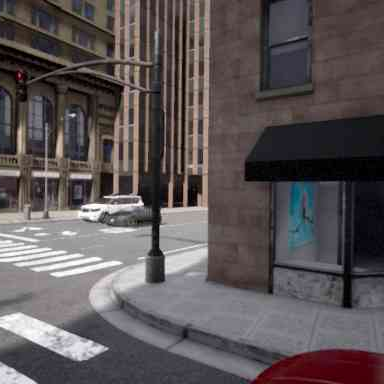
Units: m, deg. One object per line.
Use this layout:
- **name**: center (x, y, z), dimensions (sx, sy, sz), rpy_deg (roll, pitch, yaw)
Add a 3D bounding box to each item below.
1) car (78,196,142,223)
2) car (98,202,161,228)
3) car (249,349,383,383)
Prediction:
- **car**: center (-6.113, 1.310, 26.068), dimensions (2.150, 2.045, 5.566), rpy_deg (1, 0, 35)
- **car**: center (-4.067, 1.691, 23.332), dimensions (1.994, 1.385, 4.181), rpy_deg (1, 0, 35)
- **car**: center (2.270, 1.545, 1.352), dimensions (4.507, 1.381, 1.887), rpy_deg (0, 1, 35)
